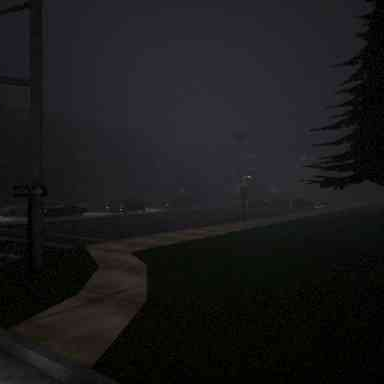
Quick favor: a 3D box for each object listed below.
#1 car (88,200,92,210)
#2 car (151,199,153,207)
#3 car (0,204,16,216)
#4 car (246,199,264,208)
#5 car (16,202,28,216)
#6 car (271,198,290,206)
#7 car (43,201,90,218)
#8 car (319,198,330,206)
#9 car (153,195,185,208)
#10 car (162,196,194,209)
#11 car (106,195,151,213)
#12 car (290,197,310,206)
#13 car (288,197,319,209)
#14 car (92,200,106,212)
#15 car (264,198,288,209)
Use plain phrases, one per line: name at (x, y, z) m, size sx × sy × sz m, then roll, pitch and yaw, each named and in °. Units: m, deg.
car at (-13.167, 1.746, 44.272) m, size 1.882 × 1.535 × 5.008 m, roll -1°, pitch 0°, yaw 35°
car at (-7.286, 1.816, 52.668) m, size 2.033 × 1.411 × 5.357 m, roll -1°, pitch 0°, yaw 35°
car at (-18.525, 1.793, 36.624) m, size 1.812 × 1.442 × 4.674 m, roll -1°, pitch 0°, yaw 35°
car at (10.094, 1.758, 51.093) m, size 1.895 × 1.301 × 4.718 m, roll -1°, pitch 0°, yaw 36°
car at (-15.326, 1.719, 35.089) m, size 1.882 × 1.535 × 5.008 m, roll -1°, pitch 0°, yaw 35°
car at (15.837, 1.723, 59.383) m, size 1.994 × 1.385 × 4.181 m, roll -1°, pitch 0°, yaw 35°
car at (-12.780, 1.817, 32.627) m, size 1.895 × 1.301 × 4.718 m, roll -1°, pitch 0°, yaw 35°
car at (21.577, 1.671, 55.377) m, size 1.994 × 1.385 × 4.181 m, roll -1°, pitch 0°, yaw 35°
car at (-3.065, 1.465, 52.582) m, size 2.150 × 2.045 × 5.566 m, roll -1°, pitch 0°, yaw 35°
car at (-1.619, 1.708, 48.550) m, size 2.128 × 1.511 × 4.902 m, roll -1°, pitch 0°, yaw 35°
car at (-7.580, 1.569, 40.054) m, size 2.097 × 1.767 × 4.553 m, roll -1°, pitch 0°, yaw 35°
car at (18.718, 1.610, 57.397) m, size 1.882 × 1.535 × 5.008 m, roll -1°, pitch 0°, yaw 35°
car at (15.779, 1.597, 47.009) m, size 2.128 × 1.511 × 4.902 m, roll -1°, pitch 0°, yaw 35°
car at (-9.645, 1.465, 43.215) m, size 2.150 × 2.045 × 5.566 m, roll -1°, pitch 0°, yaw 35°
car at (12.932, 1.609, 49.044) m, size 1.882 × 1.535 × 5.008 m, roll -1°, pitch 0°, yaw 35°
